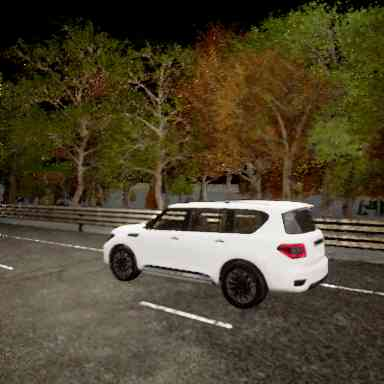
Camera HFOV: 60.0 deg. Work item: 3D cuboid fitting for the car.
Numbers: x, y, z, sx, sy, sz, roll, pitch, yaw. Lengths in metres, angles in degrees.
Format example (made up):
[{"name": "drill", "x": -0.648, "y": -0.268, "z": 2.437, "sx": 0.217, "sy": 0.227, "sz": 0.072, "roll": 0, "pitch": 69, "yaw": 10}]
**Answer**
[{"name": "car", "x": 0.300, "y": 1.225, "z": 8.081, "sx": 5.566, "sy": 2.045, "sz": 2.150, "roll": 0, "pitch": 0, "yaw": 36}]
